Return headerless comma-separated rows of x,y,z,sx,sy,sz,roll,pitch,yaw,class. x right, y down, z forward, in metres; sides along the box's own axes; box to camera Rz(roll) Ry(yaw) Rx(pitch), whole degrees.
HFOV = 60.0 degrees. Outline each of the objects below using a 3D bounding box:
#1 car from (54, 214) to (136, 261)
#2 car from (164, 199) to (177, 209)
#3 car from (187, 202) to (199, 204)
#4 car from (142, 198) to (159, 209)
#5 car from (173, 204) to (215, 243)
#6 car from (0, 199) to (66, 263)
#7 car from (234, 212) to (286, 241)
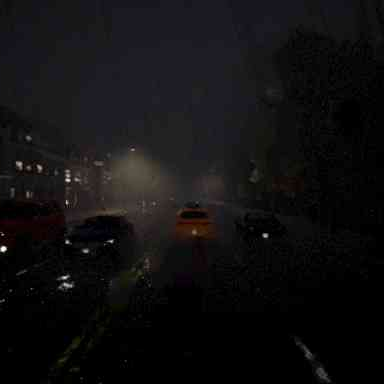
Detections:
-3.352,1.608,12.828,1.812,1.442,4.674,0,0,0,car
-3.308,1.883,53.172,2.033,1.411,5.357,0,0,1,car
0.098,1.789,35.633,1.994,1.385,4.181,0,0,0,car
-6.565,1.686,52.928,2.097,1.767,4.553,0,0,0,car
0.099,1.585,16.781,1.882,1.535,5.008,0,0,0,car
-6.601,1.303,12.601,2.150,2.045,5.566,0,0,0,car
3.349,1.711,17.384,1.895,1.301,4.718,0,0,0,car
